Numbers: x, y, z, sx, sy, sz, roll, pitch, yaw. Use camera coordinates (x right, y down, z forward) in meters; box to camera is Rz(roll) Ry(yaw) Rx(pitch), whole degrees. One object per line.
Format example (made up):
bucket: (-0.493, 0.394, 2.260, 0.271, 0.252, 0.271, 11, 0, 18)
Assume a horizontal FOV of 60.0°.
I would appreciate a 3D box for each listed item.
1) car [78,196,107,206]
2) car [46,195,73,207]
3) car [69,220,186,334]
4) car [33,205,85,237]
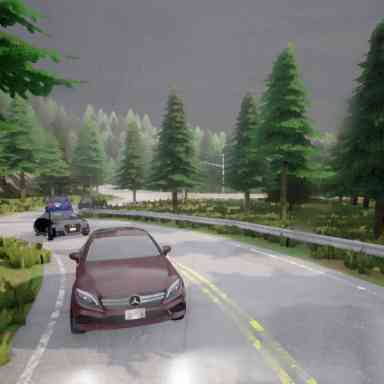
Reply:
car: (-12.681, 1.288, 42.809, 2.097, 1.767, 4.553, 2, 2, 13)
car: (-12.834, 1.325, 32.222, 2.150, 2.045, 5.566, -1, 0, -18)
car: (-1.515, 1.522, 7.060, 1.812, 1.442, 4.674, -2, 0, -17)
car: (-7.039, 1.664, 17.763, 1.994, 1.385, 4.181, -4, 2, -38)
